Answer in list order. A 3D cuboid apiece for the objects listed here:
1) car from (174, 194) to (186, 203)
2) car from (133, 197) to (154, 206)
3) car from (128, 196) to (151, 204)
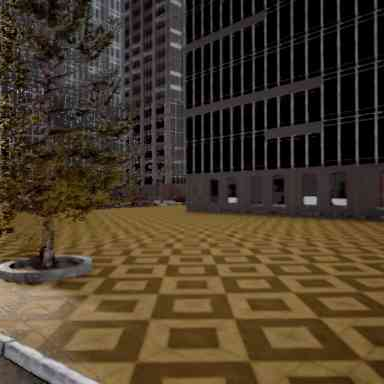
[{"bbox_3d":[-0.327,1.259,63.553,2.192,1.841,5.009,0,1,44],"label":"car"},{"bbox_3d":[-8.281,1.614,55.421,1.802,1.307,4.206,0,1,44],"label":"car"},{"bbox_3d":[-10.282,1.587,65.362,1.947,1.339,4.313,0,1,44],"label":"car"}]
